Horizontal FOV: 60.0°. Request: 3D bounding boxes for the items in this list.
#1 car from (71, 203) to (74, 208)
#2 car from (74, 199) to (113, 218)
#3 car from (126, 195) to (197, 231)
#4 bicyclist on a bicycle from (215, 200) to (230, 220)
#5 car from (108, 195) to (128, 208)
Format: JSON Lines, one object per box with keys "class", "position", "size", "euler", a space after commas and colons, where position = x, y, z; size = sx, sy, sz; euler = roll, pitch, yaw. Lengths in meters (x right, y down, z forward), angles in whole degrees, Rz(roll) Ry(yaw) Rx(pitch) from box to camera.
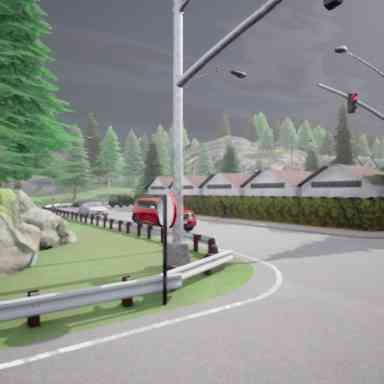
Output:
{"class": "car", "position": [-16.345, 1.756, 50.111], "size": [1.994, 1.385, 4.181], "euler": [0, 0, 16]}
{"class": "car", "position": [-9.714, 1.727, 32.657], "size": [1.812, 1.442, 4.674], "euler": [0, 0, -34]}
{"class": "car", "position": [-1.976, 1.423, 21.580], "size": [2.150, 2.045, 5.566], "euler": [0, 0, -35]}
{"class": "bicyclist on a bicycle", "position": [2.579, 1.510, 28.125], "size": [1.656, 1.620, 0.582], "euler": [0, 0, -35]}
{"class": "car", "position": [-10.897, 1.418, 53.235], "size": [2.150, 2.045, 5.566], "euler": [0, 0, 33]}
